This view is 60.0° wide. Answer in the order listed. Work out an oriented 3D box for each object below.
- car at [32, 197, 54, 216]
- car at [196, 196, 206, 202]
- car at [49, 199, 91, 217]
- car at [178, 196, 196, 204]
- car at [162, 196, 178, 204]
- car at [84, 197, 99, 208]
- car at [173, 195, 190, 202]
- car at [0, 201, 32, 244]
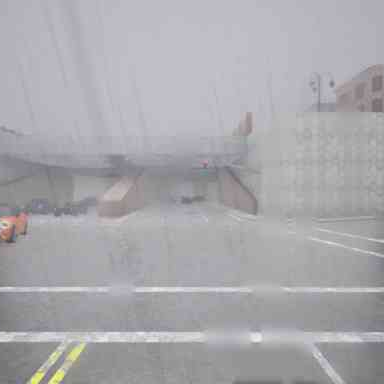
[{"bbox_3d":[-14.796,1.352,32.513,2.097,1.767,4.553,0,0,-1],"label":"car"},{"bbox_3d":[1.530,1.524,74.797,1.812,1.442,4.674,0,0,28],"label":"car"},{"bbox_3d":[-11.254,1.601,31.066,1.895,1.301,4.718,0,0,-2],"label":"car"},{"bbox_3d":[-0.983,1.547,64.811,2.033,1.411,5.357,0,0,4],"label":"car"},{"bbox_3d":[-4.513,1.547,64.312,2.033,1.411,5.357,0,0,5],"label":"car"},{"bbox_3d":[-15.193,1.504,49.184,1.837,1.490,4.892,0,0,-1],"label":"car"},{"bbox_3d":[-2.338,1.524,74.669,1.812,1.442,4.674,0,0,24],"label":"car"},{"bbox_3d":[-9.067,1.352,15.409,2.097,1.767,4.553,0,0,-17],"label":"car"}]
